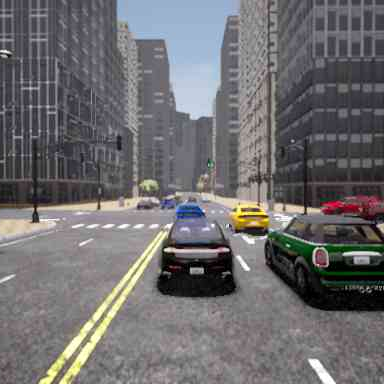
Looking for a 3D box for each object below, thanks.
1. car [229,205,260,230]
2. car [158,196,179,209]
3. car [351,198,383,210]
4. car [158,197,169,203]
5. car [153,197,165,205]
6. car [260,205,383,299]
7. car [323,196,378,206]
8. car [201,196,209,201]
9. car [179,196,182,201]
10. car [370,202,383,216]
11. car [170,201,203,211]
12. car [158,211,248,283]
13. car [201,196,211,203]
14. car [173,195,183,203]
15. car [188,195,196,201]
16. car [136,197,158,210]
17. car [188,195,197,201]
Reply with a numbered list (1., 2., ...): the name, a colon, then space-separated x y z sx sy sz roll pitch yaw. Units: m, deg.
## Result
1. car: 3.369 1.550 20.410 1.882 1.535 5.008 0 0 0
2. car: -3.296 1.681 47.303 1.812 1.442 4.674 0 0 0
3. car: 16.226 1.629 27.189 5.009 1.841 2.192 1 0 1
4. car: -6.430 1.786 75.761 1.994 1.385 4.181 0 0 0
5. car: -6.447 1.712 65.782 1.837 1.490 4.892 0 0 0
6. car: 3.357 1.382 8.696 2.097 1.767 4.553 0 0 0
7. car: 15.737 1.461 32.973 5.566 2.045 2.150 1 1 1
8. car: 3.333 1.692 88.439 1.895 1.301 4.718 0 0 0
9. car: -3.272 1.745 56.047 1.994 1.385 4.181 0 0 1
10. car: 21.843 1.786 35.470 4.829 1.417 1.752 1 0 1
11. car: -0.279 1.582 22.442 1.882 1.535 5.008 1 -1 -6
12. car: 0.109 1.527 9.750 2.128 1.511 4.902 0 0 0
13. car: 3.324 1.828 78.436 1.895 1.301 4.718 0 0 0
14. car: -3.180 1.587 74.927 2.097 1.767 4.553 0 0 0
15. car: 0.083 1.622 88.412 2.128 1.511 4.902 0 0 0
16. car: -6.541 1.702 46.874 2.033 1.411 5.357 0 0 0
17. car: 0.074 1.588 78.380 2.097 1.767 4.553 0 0 0
